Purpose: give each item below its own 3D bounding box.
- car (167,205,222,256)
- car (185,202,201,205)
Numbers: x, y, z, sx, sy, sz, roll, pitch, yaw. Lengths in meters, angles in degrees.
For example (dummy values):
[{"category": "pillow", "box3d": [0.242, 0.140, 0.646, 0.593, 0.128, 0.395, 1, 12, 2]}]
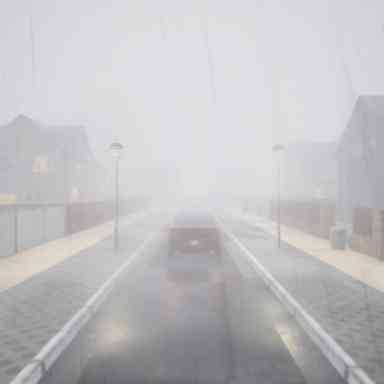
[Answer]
[{"category": "car", "box3d": [0.097, 1.501, 13.199, 1.882, 1.535, 5.008, 0, 0, 0]}, {"category": "car", "box3d": [0.105, 1.570, 27.564, 1.812, 1.442, 4.674, 0, 0, 0]}]
